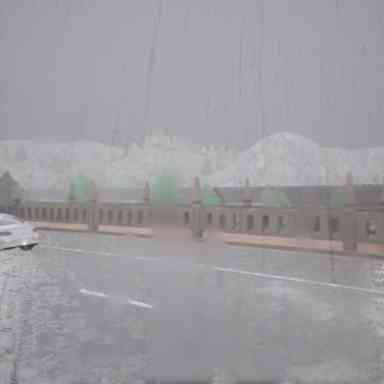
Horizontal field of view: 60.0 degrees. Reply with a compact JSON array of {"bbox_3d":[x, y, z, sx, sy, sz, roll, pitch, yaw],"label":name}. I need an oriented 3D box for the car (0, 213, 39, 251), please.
[{"bbox_3d":[-7.758,1.514,12.461,4.674,1.442,1.812,0,0,29],"label":"car"}]
